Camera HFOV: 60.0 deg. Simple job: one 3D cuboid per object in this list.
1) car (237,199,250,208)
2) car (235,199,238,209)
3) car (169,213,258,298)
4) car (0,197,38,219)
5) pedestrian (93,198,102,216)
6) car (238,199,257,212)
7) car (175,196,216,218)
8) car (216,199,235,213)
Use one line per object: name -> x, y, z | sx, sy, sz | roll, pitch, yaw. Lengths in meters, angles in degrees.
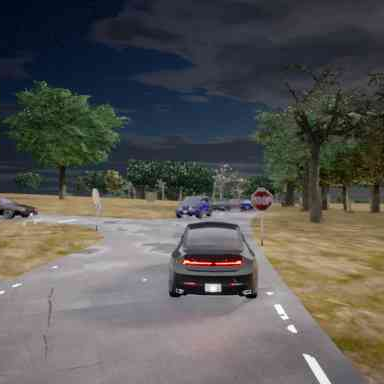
car -> 10.232, 2.237, 65.886 | 1.882, 1.535, 5.008 | 0, -1, 15
car -> 6.858, 1.892, 53.594 | 2.097, 1.767, 4.553 | 0, -1, 16
car -> 0.529, 1.511, 8.513 | 1.837, 1.490, 4.892 | 0, 0, 3
car -> -13.378, 1.009, 22.651 | 5.357, 1.411, 2.033 | 2, -1, 8
pedestrian -> -8.095, 1.099, 28.436 | 0.375, 1.860, 0.375 | 0, -4, 7
car -> 8.005, 1.886, 46.143 | 1.882, 1.535, 5.008 | 0, -1, 17
car -> 0.285, 1.406, 31.342 | 2.150, 2.045, 5.566 | 0, -1, 18
car -> 3.776, 1.915, 43.231 | 2.033, 1.411, 5.357 | 0, -1, 16
